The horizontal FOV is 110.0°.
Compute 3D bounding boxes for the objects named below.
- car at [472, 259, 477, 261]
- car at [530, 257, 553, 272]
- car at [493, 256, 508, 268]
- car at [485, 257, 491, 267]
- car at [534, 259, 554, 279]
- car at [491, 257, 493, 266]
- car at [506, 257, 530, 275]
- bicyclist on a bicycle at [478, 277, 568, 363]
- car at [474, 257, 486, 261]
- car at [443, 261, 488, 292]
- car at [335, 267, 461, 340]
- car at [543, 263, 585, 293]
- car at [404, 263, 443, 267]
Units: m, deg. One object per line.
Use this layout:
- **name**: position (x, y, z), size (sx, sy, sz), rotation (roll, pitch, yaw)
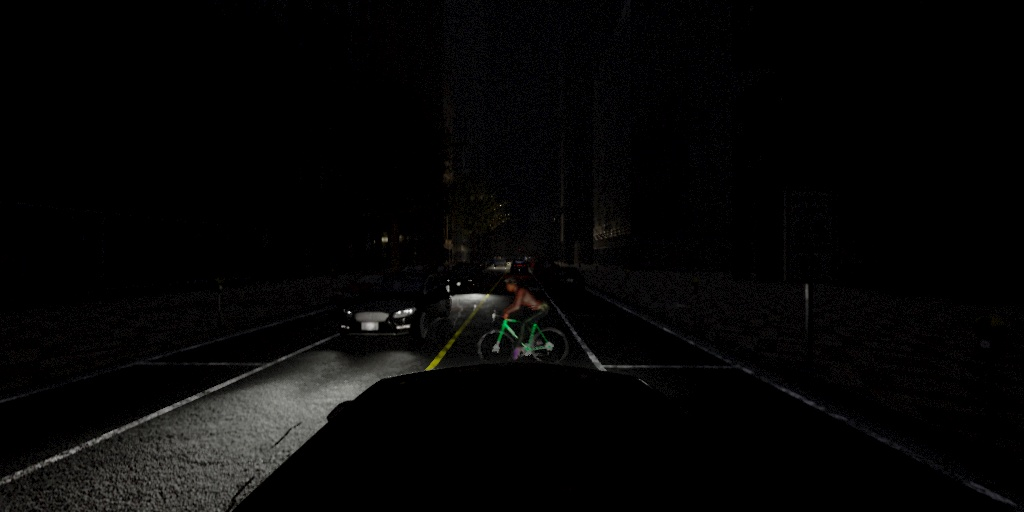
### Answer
- **car**: position (-5.190, 1.264, 37.389), size (1.948, 1.339, 4.313), rotation (0, 0, 1)
- **car**: position (3.334, 1.013, 37.216), size (2.192, 1.841, 5.009), rotation (0, 0, 1)
- **car**: position (-1.956, 1.214, 60.424), size (1.812, 1.442, 4.674), rotation (0, 0, 1)
- **car**: position (-4.860, 1.006, 54.304), size (2.192, 1.841, 5.009), rotation (0, 0, 1)
- **car**: position (3.224, 1.248, 31.578), size (1.888, 1.381, 4.507), rotation (0, 0, 1)
- **car**: position (-4.750, 1.255, 59.943), size (1.948, 1.339, 4.313), rotation (0, 0, 1)
- **car**: position (0.792, 1.190, 38.550), size (2.128, 1.511, 4.902), rotation (0, 0, 1)
- **bicyclist on a bicycle**: position (0.180, 1.193, 6.470), size (1.656, 1.620, 0.582), rotation (-2, 0, 1)
- **car**: position (-4.970, 1.238, 48.665), size (1.888, 1.381, 4.507), rotation (0, 0, 1)
- **car**: position (-2.739, 1.220, 21.116), size (1.837, 1.490, 4.892), rotation (0, 0, 1)
- **car**: position (-2.963, 1.225, 10.049), size (2.128, 1.511, 4.902), rotation (0, 0, 1)
- **car**: position (3.005, 1.280, 20.302), size (1.948, 1.339, 4.313), rotation (0, 0, 1)
- **car**: position (-5.520, 1.154, 20.473), size (1.967, 1.591, 4.097), rotation (0, 0, 1)
